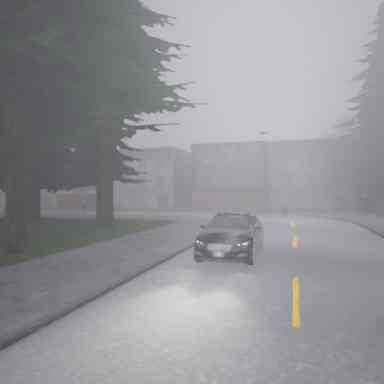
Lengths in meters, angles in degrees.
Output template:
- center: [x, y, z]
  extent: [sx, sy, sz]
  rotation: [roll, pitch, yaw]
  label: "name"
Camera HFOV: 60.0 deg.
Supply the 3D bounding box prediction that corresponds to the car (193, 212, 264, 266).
- center: [1.474, 1.487, 11.815]
  extent: [2.128, 1.511, 4.902]
  rotation: [0, 0, 17]
  label: "car"
